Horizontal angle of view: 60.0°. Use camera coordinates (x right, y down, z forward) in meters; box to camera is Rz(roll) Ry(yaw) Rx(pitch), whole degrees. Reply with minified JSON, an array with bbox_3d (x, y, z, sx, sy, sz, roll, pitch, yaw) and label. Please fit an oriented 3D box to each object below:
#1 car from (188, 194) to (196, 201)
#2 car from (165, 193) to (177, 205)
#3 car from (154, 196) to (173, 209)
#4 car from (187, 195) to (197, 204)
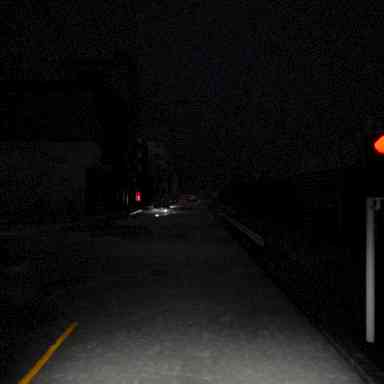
[{"bbox_3d":[0.044,1.310,76.733,1.882,1.535,5.008,0,0,0],"label":"car"},{"bbox_3d":[-4.052,1.352,55.461,2.097,1.767,4.553,0,0,0],"label":"car"},{"bbox_3d":[-4.066,1.564,45.730,1.994,1.385,4.181,0,0,0],"label":"car"},{"bbox_3d":[0.040,1.491,66.313,2.128,1.511,4.902,0,0,0],"label":"car"}]
